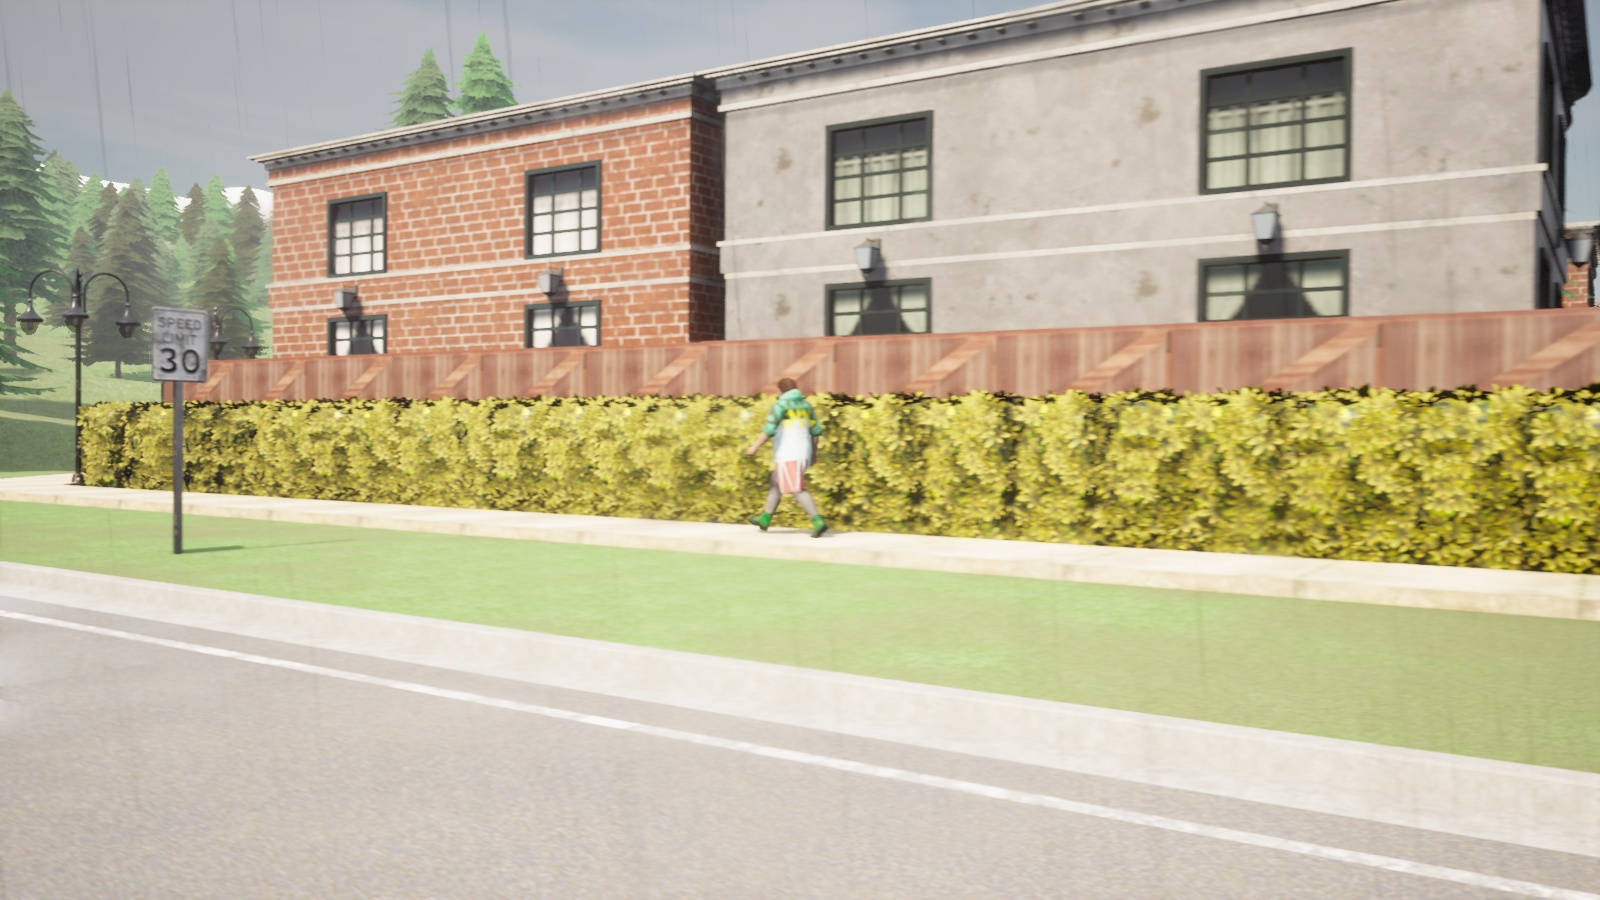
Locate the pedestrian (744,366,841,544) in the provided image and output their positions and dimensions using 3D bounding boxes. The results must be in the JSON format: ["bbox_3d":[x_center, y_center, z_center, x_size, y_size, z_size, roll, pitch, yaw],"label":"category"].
[{"bbox_3d":[-0.082,0.046,14.288,0.873,1.952,0.659,0,1,34],"label":"pedestrian"}]
